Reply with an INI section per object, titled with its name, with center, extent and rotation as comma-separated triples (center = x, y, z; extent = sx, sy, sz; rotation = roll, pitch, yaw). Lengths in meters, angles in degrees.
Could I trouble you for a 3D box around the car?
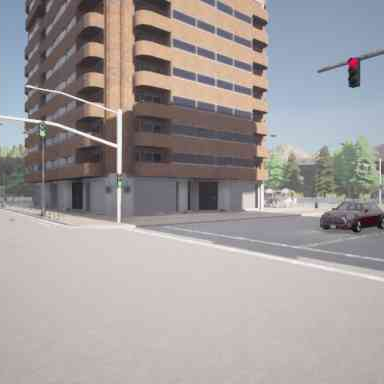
[car]
center = 9.652, 1.352, 19.909
extent = 4.553, 1.767, 2.097
rotation = 0, 0, -37
